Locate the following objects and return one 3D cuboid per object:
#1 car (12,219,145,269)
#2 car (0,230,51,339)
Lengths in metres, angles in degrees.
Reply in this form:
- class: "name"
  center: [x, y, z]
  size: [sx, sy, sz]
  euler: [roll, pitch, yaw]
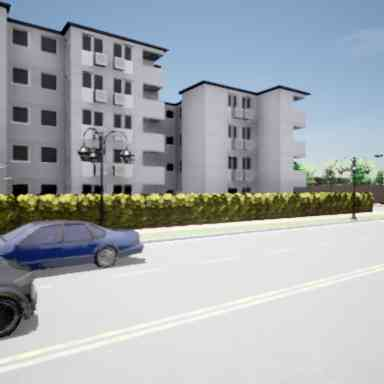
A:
- class: "car"
  center: [-4.074, 1.531, 9.647]
  size: [5.357, 1.411, 2.033]
  euler: [0, 0, -35]
- class: "car"
  center: [-4.605, 1.559, 4.947]
  size: [4.181, 1.385, 1.994]
  euler: [0, 0, -36]
